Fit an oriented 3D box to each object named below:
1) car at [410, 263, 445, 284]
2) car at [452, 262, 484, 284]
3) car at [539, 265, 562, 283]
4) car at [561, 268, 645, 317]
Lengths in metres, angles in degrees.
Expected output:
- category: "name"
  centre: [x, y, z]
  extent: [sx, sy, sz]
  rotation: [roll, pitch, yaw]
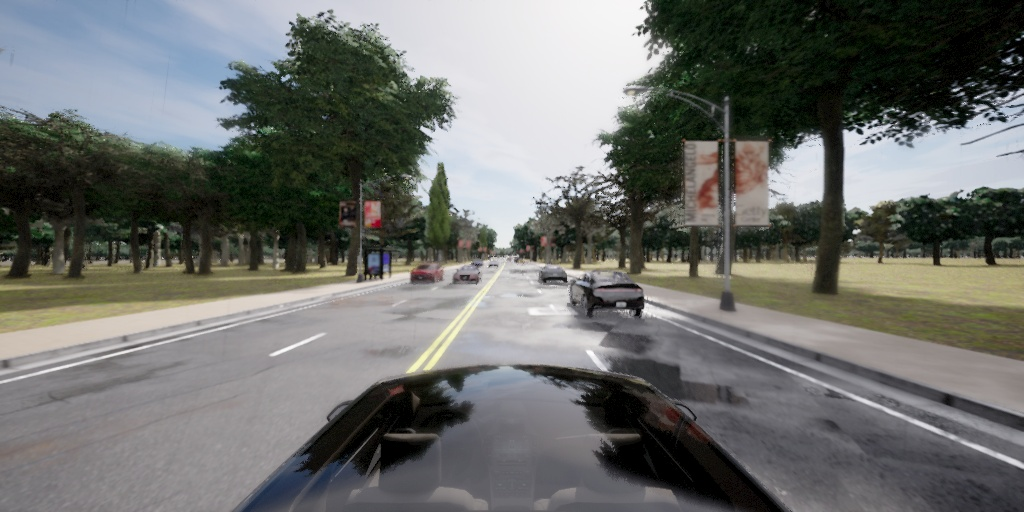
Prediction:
- category: "car"
  centre: [-6.632, 1.321, 28.478]
  extent: [1.882, 1.535, 5.008]
  rotation: [0, 0, 0]
- category: "car"
  centre: [-3.381, 1.405, 27.734]
  extent: [1.994, 1.385, 4.181]
  rotation: [0, 0, 0]
- category: "car"
  centre: [3.310, 1.410, 29.447]
  extent: [1.994, 1.385, 4.181]
  rotation: [0, 0, 0]
- category: "car"
  centre: [3.340, 1.282, 13.381]
  extent: [2.128, 1.511, 4.902]
  rotation: [0, 0, 0]
